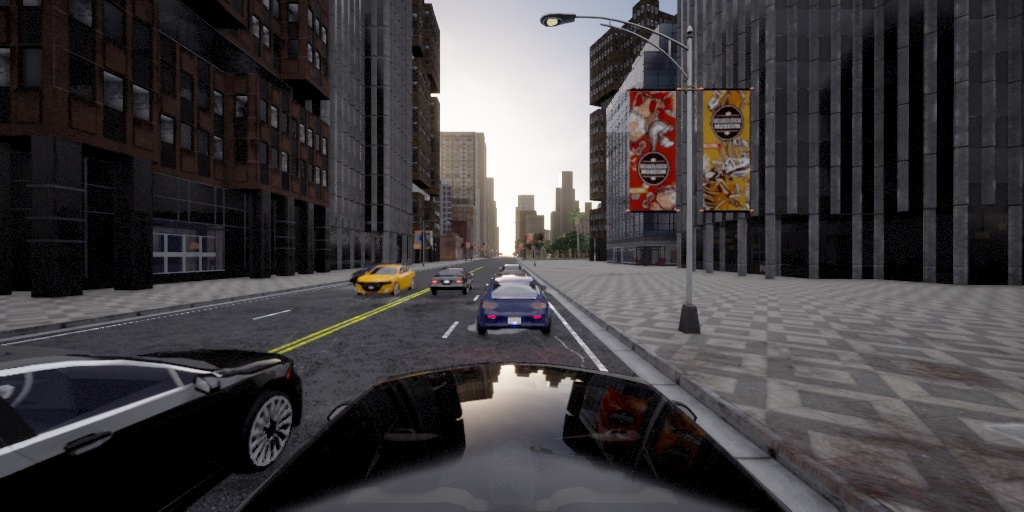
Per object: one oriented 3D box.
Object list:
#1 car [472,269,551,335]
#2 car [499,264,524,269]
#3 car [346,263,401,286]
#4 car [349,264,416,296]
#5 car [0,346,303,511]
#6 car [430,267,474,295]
[{"bbox_3d":[0.048,1.277,10.361,1.812,1.442,4.674,0,0,0],"label":"car"},{"bbox_3d":[-0.023,1.316,27.101,1.994,1.385,4.181,0,0,0],"label":"car"},{"bbox_3d":[-9.970,1.299,26.361,2.033,1.411,5.357,0,0,0],"label":"car"},{"bbox_3d":[-6.684,1.229,19.473,1.882,1.535,5.008,0,0,0],"label":"car"},{"bbox_3d":[-3.149,1.242,1.884,2.128,1.511,4.902,0,0,0],"label":"car"},{"bbox_3d":[-3.230,1.300,19.882,2.033,1.411,5.357,0,0,-2],"label":"car"}]
